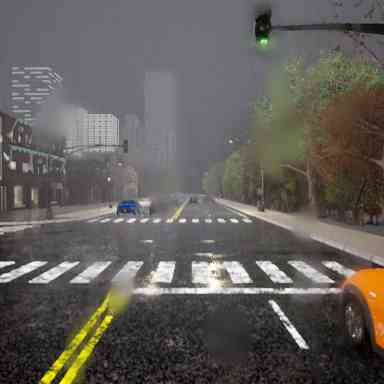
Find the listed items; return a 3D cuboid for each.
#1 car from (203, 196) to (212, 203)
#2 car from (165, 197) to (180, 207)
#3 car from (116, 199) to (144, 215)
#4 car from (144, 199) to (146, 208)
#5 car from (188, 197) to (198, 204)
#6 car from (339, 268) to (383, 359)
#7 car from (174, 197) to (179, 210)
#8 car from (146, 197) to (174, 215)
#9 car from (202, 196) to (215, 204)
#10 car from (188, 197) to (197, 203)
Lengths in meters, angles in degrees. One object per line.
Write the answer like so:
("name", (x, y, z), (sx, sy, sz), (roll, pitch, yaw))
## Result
("car", (3.402, 1.595, 74.818), (1.882, 1.535, 5.008), (0, 0, 0))
("car", (-3.230, 1.581, 55.301), (2.128, 1.511, 4.902), (0, 0, 0))
("car", (-6.540, 1.535, 34.686), (1.882, 1.535, 5.008), (0, 0, -1))
("car", (-6.507, 1.676, 46.137), (1.895, 1.301, 4.718), (0, 0, 0))
("car", (0.227, 1.650, 64.377), (2.033, 1.411, 5.357), (0, 0, 1))
("car", (3.357, 1.358, 3.394), (2.097, 1.767, 4.553), (0, 0, 0))
("car", (-3.259, 1.637, 44.762), (1.994, 1.385, 4.181), (0, 0, 1))
("car", (-3.282, 1.535, 34.800), (1.882, 1.535, 5.008), (0, 0, 0))
("car", (3.477, 1.595, 64.653), (2.128, 1.511, 4.902), (0, 0, 0))
("car", (0.153, 1.713, 74.870), (1.895, 1.301, 4.718), (0, 0, 0))
